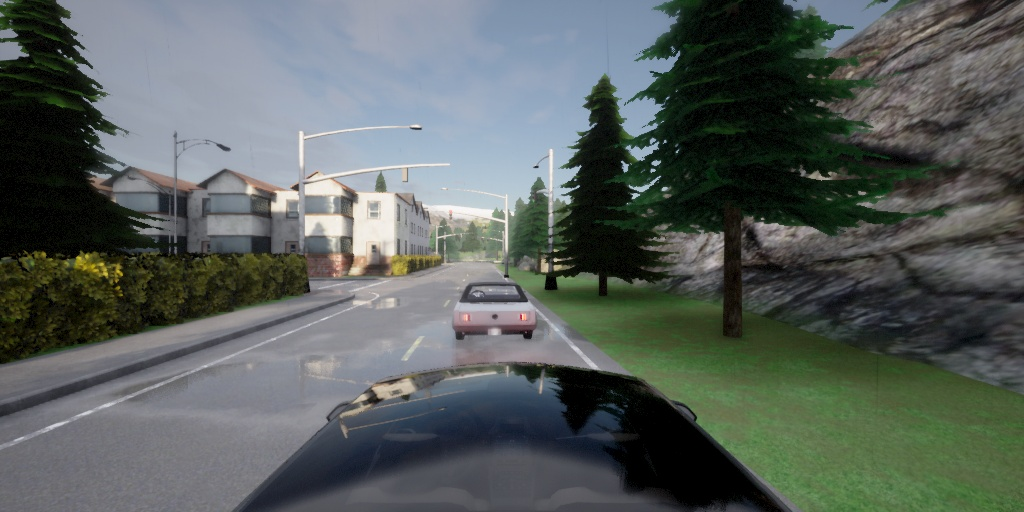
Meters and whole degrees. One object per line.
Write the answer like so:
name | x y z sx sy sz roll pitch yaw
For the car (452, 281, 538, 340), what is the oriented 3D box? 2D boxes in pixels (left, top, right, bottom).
car | -0.526 1.351 9.954 1.895 1.301 4.718 0 0 -4
